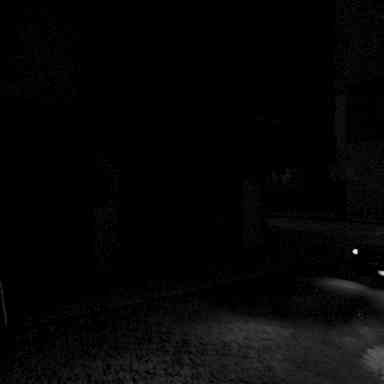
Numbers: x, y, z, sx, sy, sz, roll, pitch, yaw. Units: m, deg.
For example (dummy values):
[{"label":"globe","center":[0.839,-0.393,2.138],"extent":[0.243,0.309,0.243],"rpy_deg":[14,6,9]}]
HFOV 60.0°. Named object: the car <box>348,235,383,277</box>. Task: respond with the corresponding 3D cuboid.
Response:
[{"label":"car","center":[6.307,1.601,9.093],"extent":[4.718,1.301,1.895],"rpy_deg":[0,0,-35]}]
